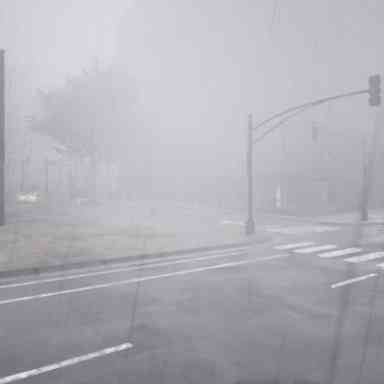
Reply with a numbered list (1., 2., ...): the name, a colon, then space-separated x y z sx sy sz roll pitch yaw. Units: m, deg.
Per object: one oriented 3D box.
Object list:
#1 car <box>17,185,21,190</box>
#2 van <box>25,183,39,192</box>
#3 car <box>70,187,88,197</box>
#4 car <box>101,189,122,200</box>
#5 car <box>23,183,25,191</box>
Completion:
1. car: -39.049 -1.207 78.578 2.192 1.841 5.009 2 1 -35
2. van: -34.238 -0.948 71.813 1.690 1.788 3.998 2 1 -35
3. car: -18.444 -0.020 54.062 2.128 1.511 4.902 0 3 -35
4. car: -12.071 0.367 49.860 1.837 1.490 4.892 0 3 -35
5. car: -36.169 -0.832 74.519 2.008 1.369 4.403 2 1 -35
